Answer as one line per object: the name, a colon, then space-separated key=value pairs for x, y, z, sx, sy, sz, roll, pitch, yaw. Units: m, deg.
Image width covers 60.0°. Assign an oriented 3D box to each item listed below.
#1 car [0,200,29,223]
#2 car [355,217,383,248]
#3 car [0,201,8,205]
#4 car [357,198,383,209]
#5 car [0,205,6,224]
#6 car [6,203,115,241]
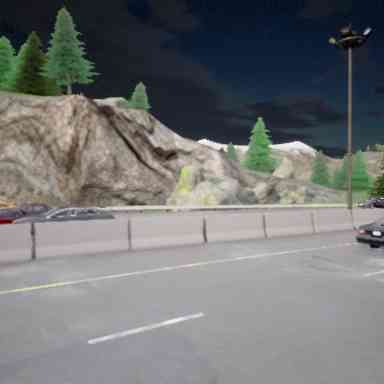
car: x=-14.457 y=1.406 z=23.610 sx=5.008 sy=1.535 sz=1.882 roll=0 pitch=0 yaw=-34
car: x=8.884 y=1.548 z=13.262 sx=5.357 sy=1.411 sz=2.033 roll=0 pitch=0 yaw=-29
car: x=-10.774 y=1.487 z=21.938 sx=5.357 sy=1.411 sz=2.033 roll=0 pitch=0 yaw=-34
car: x=23.757 y=1.485 z=43.076 sx=4.902 sy=1.511 sz=2.128 roll=0 pitch=0 yaw=-19
car: x=-10.308 y=1.547 z=18.006 sx=4.718 sy=1.301 sz=1.895 roll=0 pitch=0 yaw=-34
car: x=-6.246 y=1.450 z=16.509 sx=4.902 sy=1.511 sz=2.128 roll=0 pitch=0 yaw=-33
